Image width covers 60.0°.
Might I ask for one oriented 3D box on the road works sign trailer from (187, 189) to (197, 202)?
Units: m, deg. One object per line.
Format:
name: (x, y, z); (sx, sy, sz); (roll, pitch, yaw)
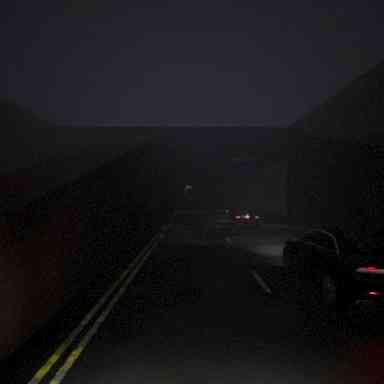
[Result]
road works sign trailer: (0.006, 0.885, 86.408); (2.380, 3.560, 2.880); (0, 0, 0)

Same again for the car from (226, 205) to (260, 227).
car: (3.569, 1.664, 23.827); (2.033, 1.411, 5.357); (0, 0, 0)

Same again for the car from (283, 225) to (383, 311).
car: (3.561, 1.531, 7.836); (2.128, 1.511, 4.902); (0, 0, 0)
